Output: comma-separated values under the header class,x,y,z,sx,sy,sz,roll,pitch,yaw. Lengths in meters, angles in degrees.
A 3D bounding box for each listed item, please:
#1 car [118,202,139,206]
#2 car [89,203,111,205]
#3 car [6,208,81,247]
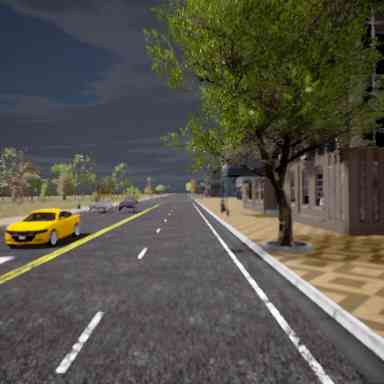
class,x,y,z,sx,sy,sz,roll,pitch,yaw
car,-7.269,1.371,38.657,2.033,1.411,5.357,-1,0,-1
car,-10.517,1.455,38.559,1.895,1.301,4.718,-1,0,-1
car,-6.875,1.561,15.872,1.882,1.535,5.008,-1,0,-1
